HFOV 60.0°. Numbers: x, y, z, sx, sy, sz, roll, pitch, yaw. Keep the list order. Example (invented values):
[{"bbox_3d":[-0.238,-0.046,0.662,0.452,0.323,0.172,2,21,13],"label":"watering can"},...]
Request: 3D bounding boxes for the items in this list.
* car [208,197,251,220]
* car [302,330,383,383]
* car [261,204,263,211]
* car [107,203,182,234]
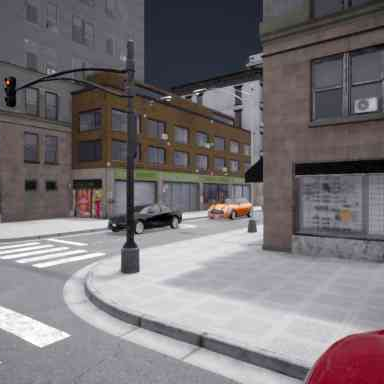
[{"bbox_3d":[3.154,1.240,26.976,2.097,1.767,4.553,0,0,35],"label":"car"},{"bbox_3d":[2.745,1.315,0.843,5.009,1.841,2.192,0,0,36],"label":"car"},{"bbox_3d":[9.034,1.447,35.199,1.895,1.301,4.718,0,0,36],"label":"car"},{"bbox_3d":[-2.549,1.408,18.989,1.882,1.535,5.008,0,0,34],"label":"car"}]
